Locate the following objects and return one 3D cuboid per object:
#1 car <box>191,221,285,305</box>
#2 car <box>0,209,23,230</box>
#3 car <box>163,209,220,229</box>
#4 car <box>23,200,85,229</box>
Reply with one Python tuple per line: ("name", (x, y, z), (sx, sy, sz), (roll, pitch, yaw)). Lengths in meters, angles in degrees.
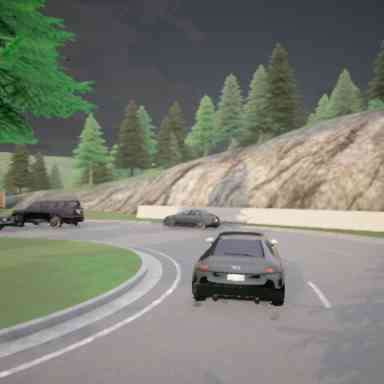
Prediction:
("car", (1.252, 1.704, 8.570), (1.994, 1.385, 4.181), (0, -1, 11))
("car", (-14.425, 1.851, 22.222), (5.357, 1.411, 2.033), (0, -1, 18))
("car", (-0.045, 1.940, 23.974), (4.181, 1.385, 1.994), (0, -1, 32))
("car", (-10.669, 1.575, 24.683), (5.566, 2.045, 2.150), (0, -1, 18))
